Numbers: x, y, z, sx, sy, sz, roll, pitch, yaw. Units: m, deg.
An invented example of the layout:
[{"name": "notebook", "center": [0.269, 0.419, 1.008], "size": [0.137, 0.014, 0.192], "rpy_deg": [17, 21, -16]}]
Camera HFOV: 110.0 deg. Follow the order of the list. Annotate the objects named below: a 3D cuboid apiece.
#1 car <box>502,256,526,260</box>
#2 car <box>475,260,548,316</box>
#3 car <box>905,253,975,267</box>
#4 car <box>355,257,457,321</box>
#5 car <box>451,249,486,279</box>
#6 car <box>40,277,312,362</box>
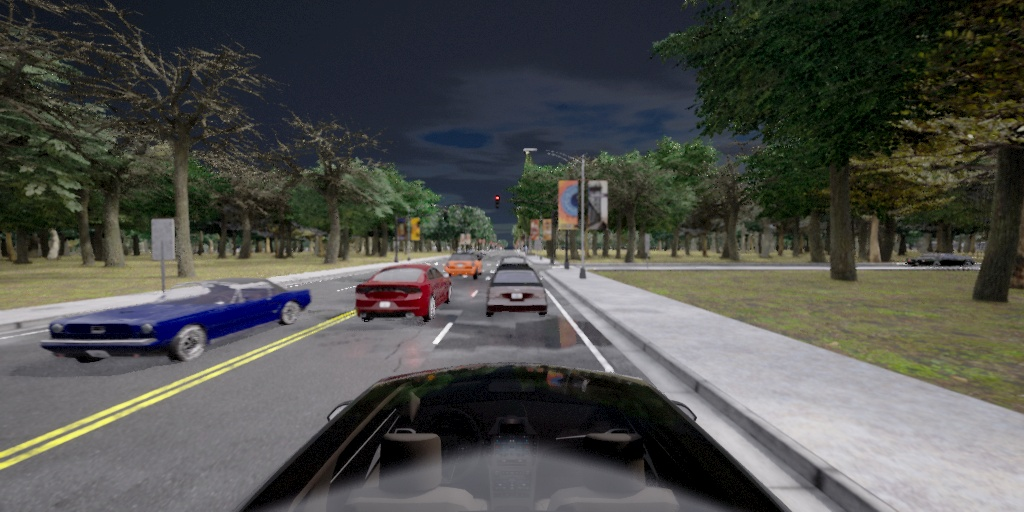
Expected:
[{"name": "car", "center": [0.081, 0.704, 22.641], "size": [1.882, 1.535, 5.008], "rpy_deg": [0, 1, -2]}, {"name": "car", "center": [0.096, 1.038, 11.984], "size": [2.033, 1.411, 5.357], "rpy_deg": [0, 1, -1]}, {"name": "car", "center": [41.509, 0.486, 34.750], "size": [4.718, 1.301, 1.895], "rpy_deg": [0, 1, 1]}, {"name": "car", "center": [-3.145, 0.984, 11.337], "size": [1.882, 1.535, 5.008], "rpy_deg": [0, 2, 0]}, {"name": "car", "center": [-3.158, 0.545, 24.005], "size": [2.097, 1.767, 4.553], "rpy_deg": [0, 1, 0]}, {"name": "car", "center": [-6.601, 1.194, 7.915], "size": [1.895, 1.301, 4.718], "rpy_deg": [0, 1, 0]}]
